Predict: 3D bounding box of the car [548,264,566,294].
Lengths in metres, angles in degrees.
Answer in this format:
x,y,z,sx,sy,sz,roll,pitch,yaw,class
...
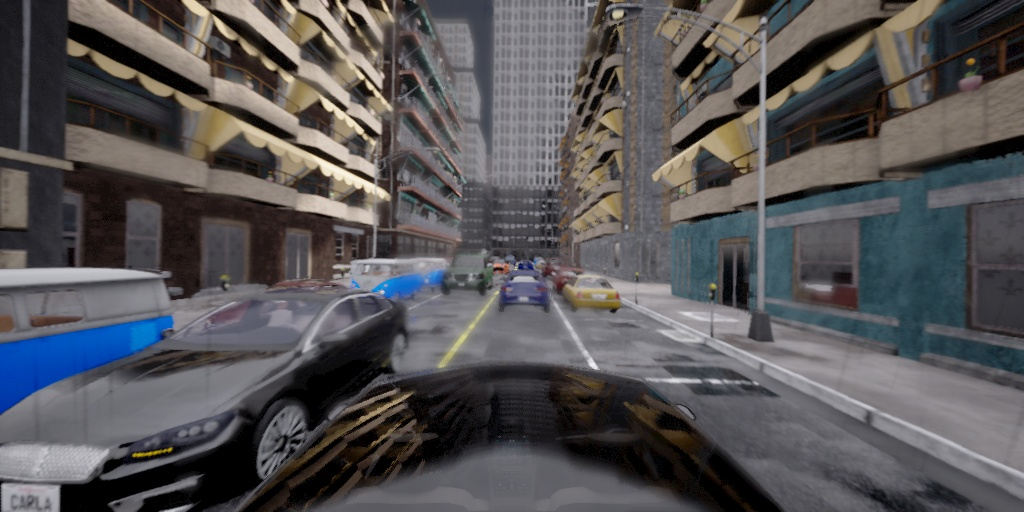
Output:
x,y,z,sx,sy,sz,roll,pitch,yaw,class
3.177,1.329,19.651,1.888,1.381,4.507,0,0,2,car

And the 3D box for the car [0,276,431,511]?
x,y,z,sx,sy,sz,roll,pitch,yaw,class
-2.806,1.201,4.611,2.128,1.511,4.902,1,0,2,car

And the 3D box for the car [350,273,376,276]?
x,y,z,sx,sy,sz,roll,pitch,yaw,class
-5.126,1.255,8.678,1.802,1.307,4.207,0,0,2,car

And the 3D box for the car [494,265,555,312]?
x,y,z,sx,sy,sz,roll,pitch,yaw,class
0.500,1.275,14.178,1.812,1.442,4.674,1,0,2,car

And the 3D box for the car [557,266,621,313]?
x,y,z,sx,sy,sz,roll,pitch,yaw,class
2.969,1.310,14.185,1.751,1.417,4.829,0,0,2,car

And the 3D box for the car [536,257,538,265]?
x,y,z,sx,sy,sz,roll,pitch,yaw,class
4.473,1.311,53.638,1.751,1.417,4.829,0,0,2,car

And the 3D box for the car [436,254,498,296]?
x,y,z,sx,sy,sz,roll,pitch,yaw,class
-2.236,0.920,19.383,2.150,2.045,5.566,1,1,2,car

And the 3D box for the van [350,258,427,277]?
x,y,z,sx,sy,sz,roll,pitch,yaw,class
-4.912,1.012,14.314,1.690,1.789,3.998,0,0,2,van

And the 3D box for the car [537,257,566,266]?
x,y,z,sx,sy,sz,roll,pitch,yaw,class
3.607,1.097,30.923,2.192,1.841,5.009,0,0,2,car

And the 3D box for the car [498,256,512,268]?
x,y,z,sx,sy,sz,roll,pitch,yaw,class
-1.396,1.059,38.853,2.097,1.767,4.553,1,0,2,car

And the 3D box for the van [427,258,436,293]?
x,y,z,sx,sy,sz,roll,pitch,yaw,class
-4.697,1.011,19.950,1.690,1.789,3.998,0,0,2,van

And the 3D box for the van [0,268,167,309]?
x,y,z,sx,sy,sz,roll,pitch,yaw,class
-5.342,1.015,3.041,1.690,1.789,3.998,0,0,2,van

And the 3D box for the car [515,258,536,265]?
x,y,z,sx,sy,sz,roll,pitch,yaw,class
1.683,1.225,45.090,1.882,1.535,5.008,1,0,2,car
